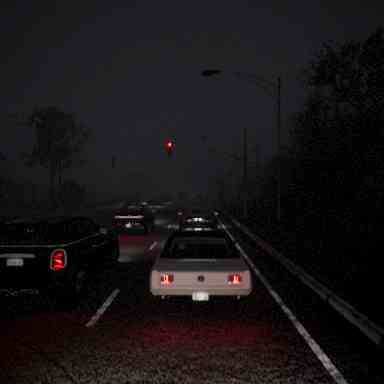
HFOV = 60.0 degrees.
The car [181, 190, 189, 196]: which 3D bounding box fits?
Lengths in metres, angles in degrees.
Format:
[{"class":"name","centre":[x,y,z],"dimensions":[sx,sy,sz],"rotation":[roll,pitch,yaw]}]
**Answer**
[{"class":"car","centre":[-1.751,0.316,86.448],"dimensions":[1.895,1.301,4.718],"rotation":[0,3,1]}]

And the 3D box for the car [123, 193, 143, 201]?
[{"class":"car","centre":[-9.580,1.163,53.480],"dimensions":[2.150,2.045,5.566],"rotation":[0,0,1]}]

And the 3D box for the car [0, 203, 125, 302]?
[{"class":"car","centre":[-3.317,1.345,8.446],"dimensions":[2.097,1.767,4.553],"rotation":[0,0,1]}]

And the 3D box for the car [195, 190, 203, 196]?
[{"class":"car","centre":[1.747,0.275,86.337],"dimensions":[1.994,1.385,4.181],"rotation":[0,3,1]}]

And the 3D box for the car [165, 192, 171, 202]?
[{"class":"car","centre":[-5.657,1.001,68.568],"dimensions":[2.150,2.045,5.566],"rotation":[0,2,1]}]

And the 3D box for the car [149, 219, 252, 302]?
[{"class":"car","centre":[0.178,1.592,8.211],"dimensions":[1.895,1.301,4.718],"rotation":[0,0,0]}]

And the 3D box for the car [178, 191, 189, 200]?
[{"class":"car","centre":[-1.987,0.655,76.014],"dimensions":[2.150,2.045,5.566],"rotation":[0,3,1]}]

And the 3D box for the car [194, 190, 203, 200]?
[{"class":"car","centre":[1.512,0.956,75.921],"dimensions":[2.128,1.511,4.902],"rotation":[0,3,1]}]

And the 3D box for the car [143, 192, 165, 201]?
[{"class":"car","centre":[-6.085,1.294,53.152],"dimensions":[2.097,1.767,4.553],"rotation":[0,0,2]}]

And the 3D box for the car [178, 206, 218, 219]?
[{"class":"car","centre":[0.319,1.486,17.464],"dimensions":[1.837,1.490,4.892],"rotation":[0,0,1]}]

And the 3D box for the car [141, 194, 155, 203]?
[{"class":"car","centre":[-9.147,1.293,68.991],"dimensions":[2.128,1.511,4.902],"rotation":[0,1,1]}]

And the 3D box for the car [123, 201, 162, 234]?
[{"class":"car","centre":[-3.187,1.471,19.052],"dimensions":[2.128,1.511,4.902],"rotation":[0,0,0]}]
